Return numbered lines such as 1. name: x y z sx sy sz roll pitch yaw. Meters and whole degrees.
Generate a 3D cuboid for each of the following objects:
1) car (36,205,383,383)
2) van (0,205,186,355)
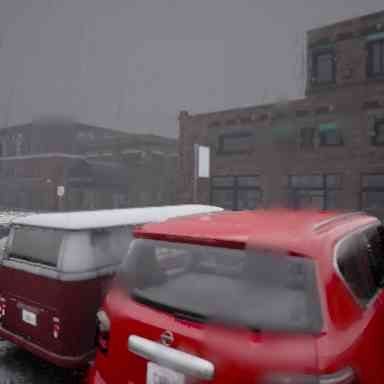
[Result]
1. car: 1.396 1.229 4.186 2.435 2.045 5.566 0 0 36
2. van: -0.717 1.255 5.802 1.878 1.987 4.442 0 0 36
